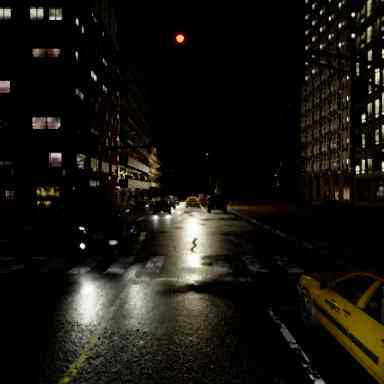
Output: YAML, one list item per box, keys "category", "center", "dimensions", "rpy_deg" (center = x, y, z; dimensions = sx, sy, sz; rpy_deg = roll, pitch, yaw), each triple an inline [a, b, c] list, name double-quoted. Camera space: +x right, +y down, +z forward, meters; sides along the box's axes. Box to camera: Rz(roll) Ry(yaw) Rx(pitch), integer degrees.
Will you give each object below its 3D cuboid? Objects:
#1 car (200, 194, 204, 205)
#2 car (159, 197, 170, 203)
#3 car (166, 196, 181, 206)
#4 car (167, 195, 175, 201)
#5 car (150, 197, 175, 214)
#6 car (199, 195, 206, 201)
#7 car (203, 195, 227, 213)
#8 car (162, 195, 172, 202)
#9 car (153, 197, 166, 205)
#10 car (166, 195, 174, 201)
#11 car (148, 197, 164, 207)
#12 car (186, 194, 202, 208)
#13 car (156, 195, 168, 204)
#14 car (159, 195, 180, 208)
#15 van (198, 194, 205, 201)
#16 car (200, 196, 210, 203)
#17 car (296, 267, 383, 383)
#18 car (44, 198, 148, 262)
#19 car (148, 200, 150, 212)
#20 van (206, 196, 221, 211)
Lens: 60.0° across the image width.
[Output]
- category: "car"
  center: [2.677, 1.354, 58.488]
  dimensions: [2.192, 1.841, 5.009]
  rpy_deg: [0, 0, 0]
- category: "car"
  center: [-5.704, 1.639, 69.541]
  dimensions: [1.802, 1.307, 4.206]
  rpy_deg: [0, 0, 0]
- category: "car"
  center: [-3.053, 1.526, 55.611]
  dimensions: [2.128, 1.511, 4.902]
  rpy_deg: [0, 0, 0]
- category: "car"
  center: [-5.707, 1.644, 91.647]
  dimensions: [1.887, 1.381, 4.507]
  rpy_deg: [0, 0, 0]
- category: "car"
  center: [-3.127, 1.559, 35.290]
  dimensions: [2.033, 1.411, 5.357]
  rpy_deg: [0, 0, -4]
- category: "car"
  center: [2.674, 1.613, 86.292]
  dimensions: [1.752, 1.417, 4.829]
  rpy_deg: [0, 0, 0]
- category: "car"
  center: [2.680, 1.327, 36.383]
  dimensions: [2.192, 1.841, 5.009]
  rpy_deg: [0, 0, 0]
- category: "car"
  center: [-5.705, 1.506, 75.068]
  dimensions: [1.967, 1.590, 4.097]
  rpy_deg: [0, 0, 0]
- category: "car"
  center: [-5.702, 1.583, 58.487]
  dimensions: [1.887, 1.381, 4.507]
  rpy_deg: [0, 0, 0]
- category: "car"
  center: [-5.706, 1.612, 85.951]
  dimensions: [1.752, 1.417, 4.829]
  rpy_deg: [0, 0, 0]
- category: "car"
  center: [-5.701, 1.581, 52.961]
  dimensions: [2.008, 1.369, 4.403]
  rpy_deg: [0, 0, 0]
- category: "car"
  center: [0.092, 1.503, 49.610]
  dimensions: [1.882, 1.535, 5.008]
  rpy_deg: [0, 0, 0]
- category: "car"
  center: [-5.704, 1.488, 64.014]
  dimensions: [1.967, 1.590, 4.097]
  rpy_deg: [0, 0, 0]
- category: "car"
  center: [-3.095, 1.568, 45.418]
  dimensions: [2.033, 1.411, 5.357]
  rpy_deg: [0, 0, 0]
- category: "van"
  center: [2.672, 1.440, 91.648]
  dimensions: [1.690, 1.788, 3.998]
  rpy_deg: [0, 0, 0]
- category: "car"
  center: [2.676, 1.602, 69.542]
  dimensions: [1.887, 1.381, 4.507]
  rpy_deg: [0, 0, 0]
- category: "car"
  center: [2.686, 1.525, 4.140]
  dimensions: [1.752, 1.417, 4.829]
  rpy_deg: [0, 0, 0]
- category: "car"
  center: [-4.078, 1.273, 12.763]
  dimensions: [2.150, 2.045, 5.566]
  rpy_deg: [2, -2, -36]
- category: "car"
  center: [-5.698, 1.563, 36.381]
  dimensions: [2.008, 1.369, 4.403]
  rpy_deg: [0, 0, 0]
- category: "van"
  center: [2.679, 1.358, 41.909]
  dimensions: [1.690, 1.788, 3.998]
  rpy_deg: [0, 0, 0]
